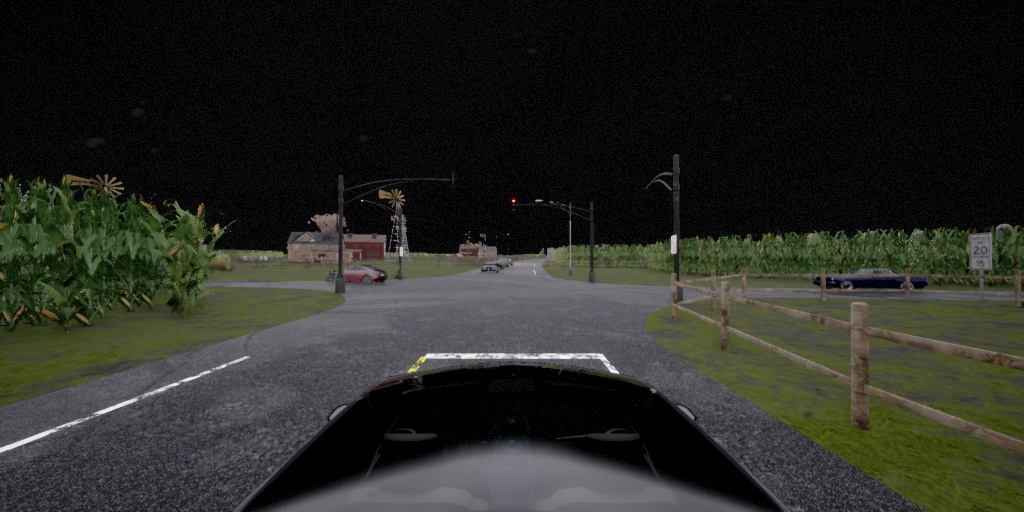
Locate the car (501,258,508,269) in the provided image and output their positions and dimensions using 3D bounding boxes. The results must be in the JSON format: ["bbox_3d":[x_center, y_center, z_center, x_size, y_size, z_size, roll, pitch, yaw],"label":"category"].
[{"bbox_3d":[-2.126,1.341,52.548,1.895,1.301,4.718,0,0,3],"label":"car"}]

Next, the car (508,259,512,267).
[{"bbox_3d":[-1.570,1.085,61.414,2.097,1.767,4.553,0,0,4],"label":"car"}]

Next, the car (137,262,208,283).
[{"bbox_3d":[-24.172,1.195,25.400,4.902,1.511,2.128,0,-1,10],"label":"car"}]

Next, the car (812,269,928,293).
[{"bbox_3d":[20.396,1.401,20.677,4.718,1.301,1.895,0,-1,9],"label":"car"}]

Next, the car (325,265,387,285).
[{"bbox_3d":[-11.282,1.321,26.108,4.181,1.385,1.994,0,-1,10],"label":"car"}]

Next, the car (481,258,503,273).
[{"bbox_3d":[-2.571,1.309,43.794,1.994,1.385,4.181,0,0,3],"label":"car"}]
